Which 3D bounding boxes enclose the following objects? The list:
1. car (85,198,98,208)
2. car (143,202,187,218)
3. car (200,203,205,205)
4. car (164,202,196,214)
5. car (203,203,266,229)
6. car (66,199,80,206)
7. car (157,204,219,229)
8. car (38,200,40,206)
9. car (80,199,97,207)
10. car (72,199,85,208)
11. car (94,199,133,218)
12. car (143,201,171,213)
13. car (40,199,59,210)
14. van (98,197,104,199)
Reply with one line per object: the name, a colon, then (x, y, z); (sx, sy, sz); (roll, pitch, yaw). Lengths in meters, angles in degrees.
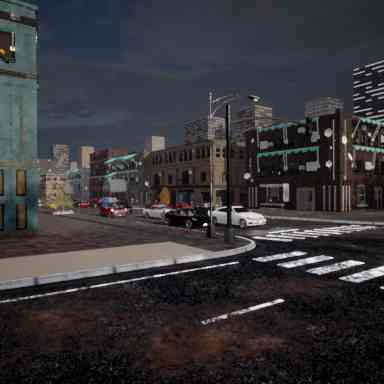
car: (-17.650, 1.939, 62.588); (2.192, 1.841, 5.009); (-1, 0, -36)
car: (-2.861, 1.914, 31.972); (1.895, 1.301, 4.718); (-1, 0, -36)
car: (1.671, 1.809, 35.572); (2.008, 1.369, 4.403); (-2, 0, -36)
car: (-1.548, 1.903, 40.075); (1.802, 1.307, 4.206); (-2, 0, -36)
car: (3.099, 1.722, 23.686); (1.812, 1.442, 4.674); (-1, 0, -37)
car: (-27.302, 2.363, 76.096); (1.947, 1.339, 4.313); (-1, 0, -36)
car: (-0.392, 1.814, 23.840); (1.947, 1.339, 4.313); (-2, 0, -36)
car: (-30.899, 2.375, 66.719); (2.008, 1.369, 4.403); (-1, 0, -36)
car: (-20.864, 2.227, 67.091); (1.887, 1.381, 4.507); (-1, 0, -36)
car: (-20.586, 2.229, 62.263); (1.994, 1.385, 4.181); (-1, 0, -36)
car: (-8.367, 1.846, 35.199); (1.967, 1.590, 4.097); (-1, 0, -36)
car: (-4.766, 1.966, 44.577); (1.802, 1.307, 4.206); (-2, 0, -36)
car: (-24.362, 2.232, 57.574); (1.752, 1.417, 4.829); (-1, 0, -36)
van: (-14.430, 1.906, 58.085); (1.690, 1.788, 3.998); (-1, 0, -36)
